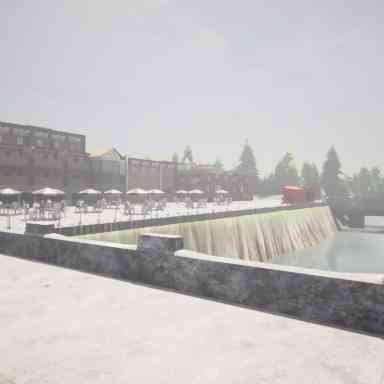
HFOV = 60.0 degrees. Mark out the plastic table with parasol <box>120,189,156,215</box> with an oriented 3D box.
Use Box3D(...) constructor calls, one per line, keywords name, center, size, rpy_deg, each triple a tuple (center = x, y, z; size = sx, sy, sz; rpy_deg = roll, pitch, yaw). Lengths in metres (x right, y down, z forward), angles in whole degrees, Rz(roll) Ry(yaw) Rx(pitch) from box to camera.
Box3D(name="plastic table with parasol", center=(-5.263, 0.925, 32.485), size=(2.482, 2.480, 2.482), rpy_deg=(0, 0, 35))
